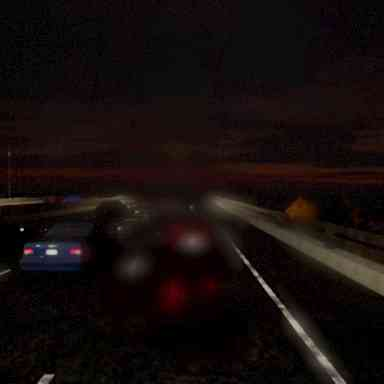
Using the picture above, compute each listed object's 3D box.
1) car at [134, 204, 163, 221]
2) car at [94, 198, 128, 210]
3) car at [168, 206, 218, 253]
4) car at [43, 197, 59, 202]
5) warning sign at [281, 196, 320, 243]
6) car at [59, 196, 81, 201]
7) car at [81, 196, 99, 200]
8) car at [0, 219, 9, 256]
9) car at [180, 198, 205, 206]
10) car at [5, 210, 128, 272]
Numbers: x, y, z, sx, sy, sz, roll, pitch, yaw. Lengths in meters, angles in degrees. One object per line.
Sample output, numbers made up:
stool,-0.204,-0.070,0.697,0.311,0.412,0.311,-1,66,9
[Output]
car,-3.455,1.599,27.347,1.895,1.301,4.718,0,0,0
car,-6.937,1.475,29.231,1.882,1.535,5.008,0,0,1
car,0.053,1.526,13.673,1.812,1.442,4.674,0,0,1
car,-24.513,1.542,58.560,1.994,1.385,4.181,0,0,1
warning sign,4.562,1.116,14.059,1.300,1.860,1.060,1,1,0
car,-21.020,1.457,58.707,1.882,1.535,5.008,0,0,1
car,-17.525,1.483,58.875,1.837,1.490,4.892,0,0,1
car,-6.973,1.549,10.798,2.033,1.411,5.357,0,0,0
car,0.051,1.349,27.867,2.097,1.767,4.553,0,0,0
car,-3.473,1.549,10.793,2.033,1.411,5.357,0,0,0
